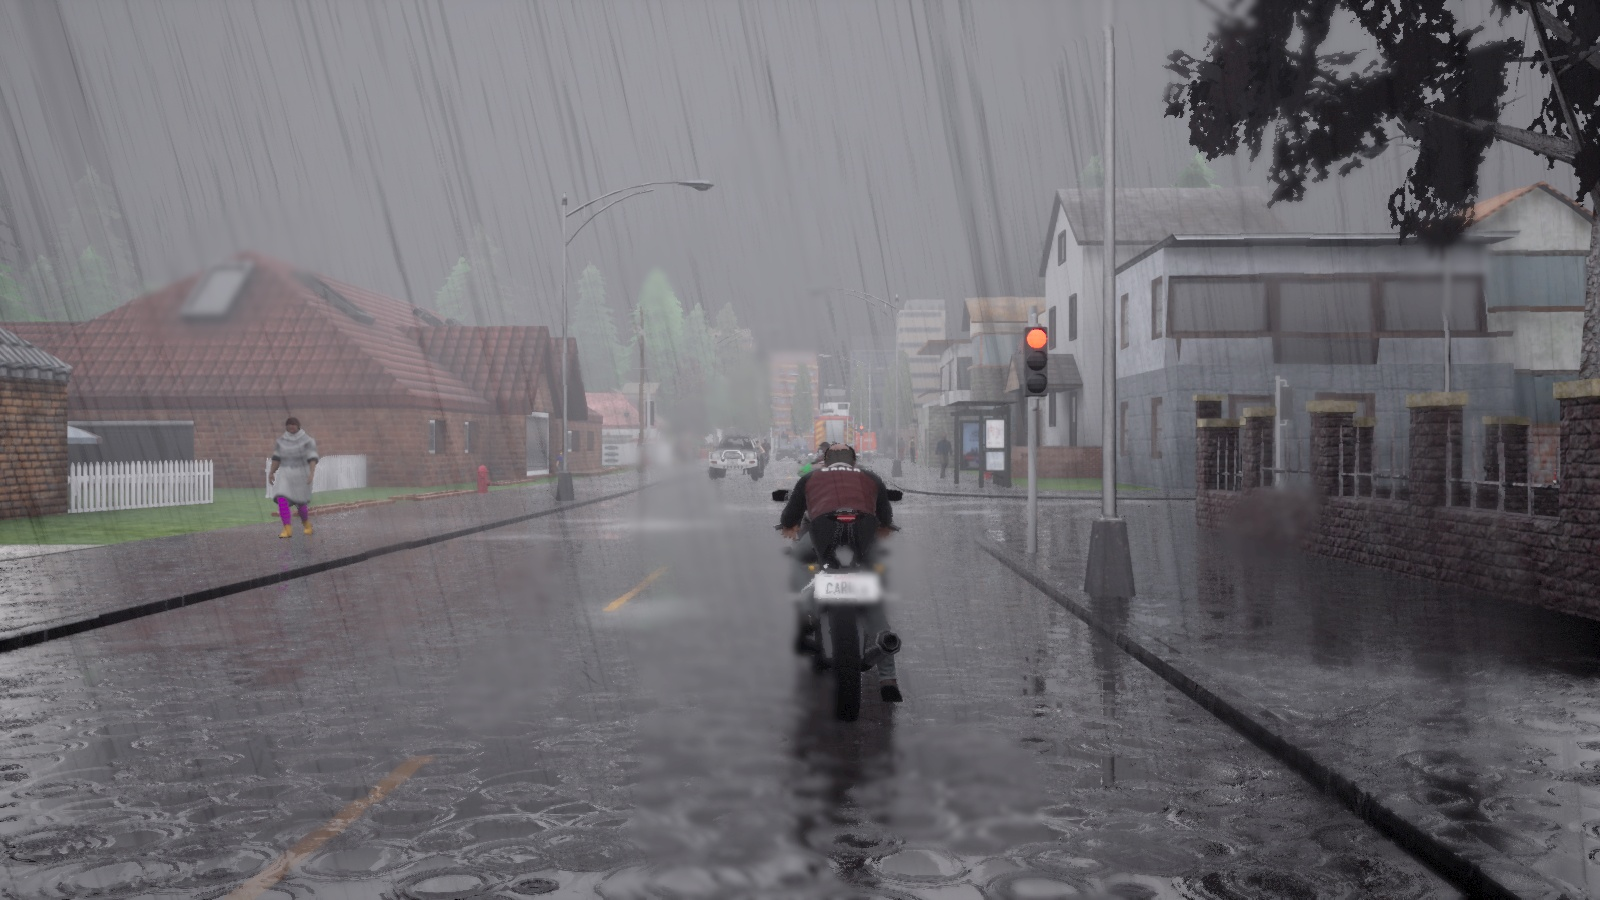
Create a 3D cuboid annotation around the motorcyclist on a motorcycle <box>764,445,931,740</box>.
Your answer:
[{"bbox_3d":[0.244,0.739,7.623,0.866,1.530,2.191,0,0,0],"label":"motorcyclist on a motorcycle"}]

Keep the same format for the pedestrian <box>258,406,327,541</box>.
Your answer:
[{"bbox_3d":[-7.517,0.340,18.621,0.659,1.952,0.873,0,0,1],"label":"pedestrian"}]

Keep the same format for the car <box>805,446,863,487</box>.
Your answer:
[{"bbox_3d":[1.223,0.557,45.137,1.994,1.385,4.181,0,0,2],"label":"car"}]

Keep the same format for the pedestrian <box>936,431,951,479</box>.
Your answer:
[{"bbox_3d":[5.587,0.185,48.845,0.402,1.842,0.726,0,0,-7],"label":"pedestrian"}]

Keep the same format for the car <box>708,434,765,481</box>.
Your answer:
[{"bbox_3d":[-2.569,0.268,52.005,1.932,1.855,4.605,0,0,2],"label":"car"}]

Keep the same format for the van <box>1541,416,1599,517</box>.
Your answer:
[{"bbox_3d":[18.371,0.336,26.301,4.480,2.038,2.069,0,0,-1],"label":"van"}]

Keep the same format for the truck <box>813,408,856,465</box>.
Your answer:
[{"bbox_3d":[2.443,-0.918,88.847,2.891,3.827,8.468,0,0,1],"label":"truck"}]

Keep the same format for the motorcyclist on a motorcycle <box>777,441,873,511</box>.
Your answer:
[{"bbox_3d":[0.579,0.568,28.613,2.044,1.523,0.797,0,2,-31],"label":"motorcyclist on a motorcycle"}]
